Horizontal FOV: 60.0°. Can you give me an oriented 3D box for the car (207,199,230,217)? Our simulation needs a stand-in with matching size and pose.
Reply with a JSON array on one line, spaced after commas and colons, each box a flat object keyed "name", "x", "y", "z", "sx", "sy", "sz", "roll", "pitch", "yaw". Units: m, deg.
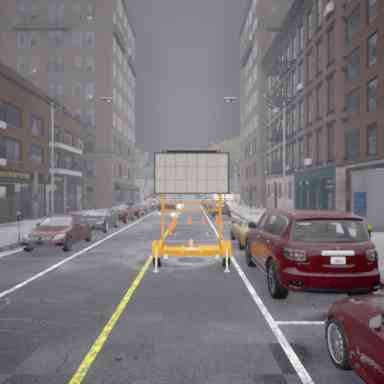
[{"name": "car", "x": 2.599, "y": 1.581, "z": 30.440, "sx": 1.802, "sy": 1.307, "sz": 4.206, "roll": 0, "pitch": 0, "yaw": 0}]

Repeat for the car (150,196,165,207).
[{"name": "car", "x": -5.456, "y": 1.451, "z": 52.501, "sx": 1.967, "sy": 1.590, "sz": 4.097, "roll": 0, "pitch": 0, "yaw": 0}]

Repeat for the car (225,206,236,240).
[{"name": "car", "x": 2.616, "y": 1.525, "z": 14.054, "sx": 1.752, "sy": 1.417, "sz": 4.829, "roll": 0, "pitch": 0, "yaw": 0}]

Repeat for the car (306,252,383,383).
[{"name": "car", "x": 2.634, "y": 1.582, "z": 2.849, "sx": 1.802, "sy": 1.307, "sz": 4.206, "roll": 0, "pitch": 0, "yaw": 0}]

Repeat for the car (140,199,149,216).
[{"name": "car", "x": -5.426, "y": 1.565, "z": 30.426, "sx": 1.947, "sy": 1.339, "sz": 4.313, "roll": 0, "pitch": 0, "yaw": 0}]

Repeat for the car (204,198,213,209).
[{"name": "car", "x": 2.591, "y": 1.582, "z": 35.958, "sx": 1.802, "sy": 1.307, "sz": 4.206, "roll": 0, "pitch": 0, "yaw": 0}]

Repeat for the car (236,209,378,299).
[{"name": "car", "x": 2.627, "y": 1.315, "z": 8.368, "sx": 2.192, "sy": 1.841, "sz": 5.009, "roll": 0, "pitch": 0, "yaw": 0}]

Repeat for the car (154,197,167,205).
[{"name": "car", "x": -5.463, "y": 1.597, "z": 58.020, "sx": 1.802, "sy": 1.307, "sz": 4.206, "roll": 0, "pitch": 0, "yaw": 0}]

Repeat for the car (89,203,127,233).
[{"name": "car", "x": -5.412, "y": 1.550, "z": 19.388, "sx": 2.008, "sy": 1.369, "sz": 4.403, "roll": 0, "pitch": 0, "yaw": 0}]

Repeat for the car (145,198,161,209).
[{"name": "car", "x": -5.448, "y": 1.532, "z": 46.812, "sx": 1.752, "sy": 1.417, "sz": 4.829, "roll": 0, "pitch": 0, "yaw": 0}]

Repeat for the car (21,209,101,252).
[{"name": "car", "x": -5.405, "y": 1.581, "z": 13.869, "sx": 1.802, "sy": 1.307, "sz": 4.206, "roll": 0, "pitch": 0, "yaw": 0}]

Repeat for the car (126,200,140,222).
[{"name": "car", "x": -5.419, "y": 1.543, "z": 24.908, "sx": 1.887, "sy": 1.381, "sz": 4.507, "roll": 0, "pitch": 0, "yaw": 0}]

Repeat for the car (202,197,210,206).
[{"name": "car", "x": 2.584, "y": 1.529, "z": 41.647, "sx": 1.752, "sy": 1.417, "sz": 4.829, "roll": 0, "pitch": 0, "yaw": 0}]

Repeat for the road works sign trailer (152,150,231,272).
[{"name": "road works sign trailer", "x": -0.014, "y": 0.464, "z": 10.731, "sx": 2.380, "sy": 3.560, "sz": 2.880, "roll": 0, "pitch": 0, "yaw": 0}]

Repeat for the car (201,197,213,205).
[{"name": "car", "x": 2.563, "y": 1.581, "z": 58.032, "sx": 1.947, "sy": 1.339, "sz": 4.313, "roll": 0, "pitch": 0, "yaw": 0}]

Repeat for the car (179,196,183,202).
[{"name": "car", "x": -2.832, "y": 1.512, "z": 63.440, "sx": 2.128, "sy": 1.511, "sz": 4.902, "roll": 0, "pitch": 0, "yaw": 0}]

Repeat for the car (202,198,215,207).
[{"name": "car", "x": 2.570, "y": 1.593, "z": 52.513, "sx": 1.802, "sy": 1.307, "sz": 4.206, "roll": 0, "pitch": 0, "yaw": 0}]

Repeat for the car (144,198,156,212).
[{"name": "car", "x": -5.434, "y": 1.551, "z": 35.944, "sx": 2.008, "sy": 1.369, "sz": 4.403, "roll": 0, "pitch": 0, "yaw": 0}]

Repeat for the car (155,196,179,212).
[{"name": "car", "x": -2.899, "y": 1.480, "z": 39.004, "sx": 1.882, "sy": 1.535, "sz": 5.008, "roll": 0, "pitch": 0, "yaw": 0}]
